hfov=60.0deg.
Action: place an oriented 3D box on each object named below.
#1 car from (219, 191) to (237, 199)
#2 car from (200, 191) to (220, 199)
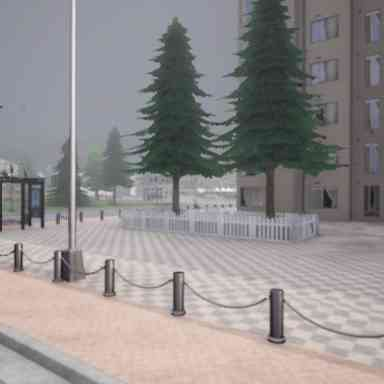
[{"bbox_3d":[9.469,1.146,84.776,3.633,1.501,1.845,0,0,35],"label":"car"},{"bbox_3d":[5.108,1.116,91.479,3.806,1.475,1.970,0,0,35],"label":"car"}]
